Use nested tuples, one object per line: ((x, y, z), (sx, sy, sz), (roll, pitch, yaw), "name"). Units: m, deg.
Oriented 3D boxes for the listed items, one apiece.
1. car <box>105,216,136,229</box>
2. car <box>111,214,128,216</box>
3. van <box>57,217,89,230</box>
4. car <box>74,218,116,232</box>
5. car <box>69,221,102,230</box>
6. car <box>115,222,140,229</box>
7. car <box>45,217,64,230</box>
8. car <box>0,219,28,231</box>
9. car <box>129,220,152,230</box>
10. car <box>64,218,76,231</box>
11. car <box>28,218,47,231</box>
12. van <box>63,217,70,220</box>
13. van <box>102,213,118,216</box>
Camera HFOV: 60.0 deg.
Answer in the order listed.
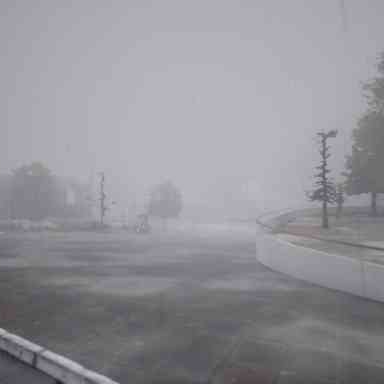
((-14.485, 6.295, 65.243), (5.566, 2.045, 2.435), (0, -6, 5), "car")
((-19.860, 7.858, 90.044), (2.185, 1.767, 4.553), (0, 1, 10), "car")
((-19.357, 5.179, 54.299), (4.442, 1.987, 1.878), (0, -6, 5), "van")
((-13.294, 4.747, 46.023), (2.128, 1.511, 4.902), (-1, -6, 24), "car")
((-18.214, 5.690, 57.012), (4.892, 1.521, 2.231), (0, -6, 5), "car")
((-13.213, 6.870, 67.952), (4.674, 1.452, 2.002), (0, -6, 5), "car")
((-22.170, 4.829, 48.818), (5.366, 1.575, 1.946), (0, -5, 5), "car")
((-24.483, 4.300, 43.316), (4.674, 1.452, 2.002), (0, -5, 4), "car")
((-9.440, 6.589, 63.756), (1.994, 1.385, 4.181), (-1, -6, 25), "car")
((-15.994, 5.016, 49.413), (2.128, 1.511, 4.902), (-1, -6, 24), "car")
((-23.243, 4.586, 46.065), (4.674, 1.452, 2.002), (0, -6, 4), "car")
((-20.611, 4.893, 51.558), (4.442, 1.987, 1.878), (0, -6, 5), "van")
((-22.444, 7.728, 91.710), (1.878, 1.987, 4.442), (0, 1, 10), "van")
